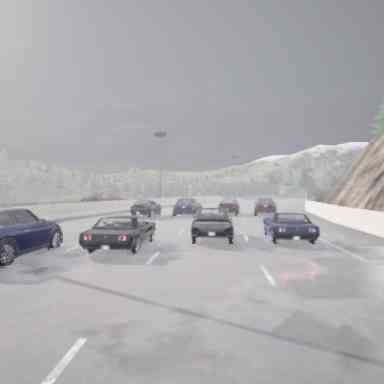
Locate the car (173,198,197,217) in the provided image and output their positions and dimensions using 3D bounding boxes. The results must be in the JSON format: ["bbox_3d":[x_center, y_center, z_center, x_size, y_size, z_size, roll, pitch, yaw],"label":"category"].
[{"bbox_3d":[-0.328,1.315,30.722,2.097,1.767,4.553,0,0,10],"label":"car"}]

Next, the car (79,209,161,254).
[{"bbox_3d":[-2.732,1.579,13.417,1.895,1.301,4.718,0,0,5],"label":"car"}]

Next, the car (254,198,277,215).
[{"bbox_3d":[7.254,1.329,32.965,2.097,1.767,4.553,0,0,12],"label":"car"}]

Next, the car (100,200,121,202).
[{"bbox_3d":[-14.662,1.120,59.598,2.150,2.045,5.566,0,0,19],"label":"car"}]

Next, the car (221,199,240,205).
[{"bbox_3d":[3.821,1.447,33.697,1.882,1.535,5.008,0,0,12],"label":"car"}]

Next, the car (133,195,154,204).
[{"bbox_3d":[-9.266,1.381,64.401,1.882,1.535,5.008,0,0,20],"label":"car"}]

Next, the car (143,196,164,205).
[{"bbox_3d":[-6.991,1.422,60.395,1.837,1.490,4.892,0,0,20],"label":"car"}]

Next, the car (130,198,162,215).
[{"bbox_3d":[-4.049,1.461,29.908,1.837,1.490,4.892,0,0,10],"label":"car"}]

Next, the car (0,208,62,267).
[{"bbox_3d":[-6.355,1.324,11.515,2.097,1.767,4.553,0,0,4],"label":"car"}]

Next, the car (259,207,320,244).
[{"bbox_3d":[4.518,1.592,15.843,1.895,1.301,4.718,0,0,6],"label":"car"}]

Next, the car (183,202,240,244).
[{"bbox_3d":[1.038,1.475,15.896,2.128,1.511,4.902,0,0,6],"label":"car"}]
